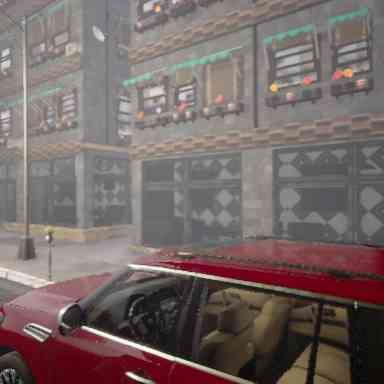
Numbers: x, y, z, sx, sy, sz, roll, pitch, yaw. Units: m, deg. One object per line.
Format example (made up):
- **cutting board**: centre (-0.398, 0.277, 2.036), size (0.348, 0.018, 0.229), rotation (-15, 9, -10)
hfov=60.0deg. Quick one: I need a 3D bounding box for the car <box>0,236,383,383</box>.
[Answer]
- **car**: centre (0.345, 1.305, 2.651), size (5.009, 1.841, 2.192), rotation (1, -1, 36)
